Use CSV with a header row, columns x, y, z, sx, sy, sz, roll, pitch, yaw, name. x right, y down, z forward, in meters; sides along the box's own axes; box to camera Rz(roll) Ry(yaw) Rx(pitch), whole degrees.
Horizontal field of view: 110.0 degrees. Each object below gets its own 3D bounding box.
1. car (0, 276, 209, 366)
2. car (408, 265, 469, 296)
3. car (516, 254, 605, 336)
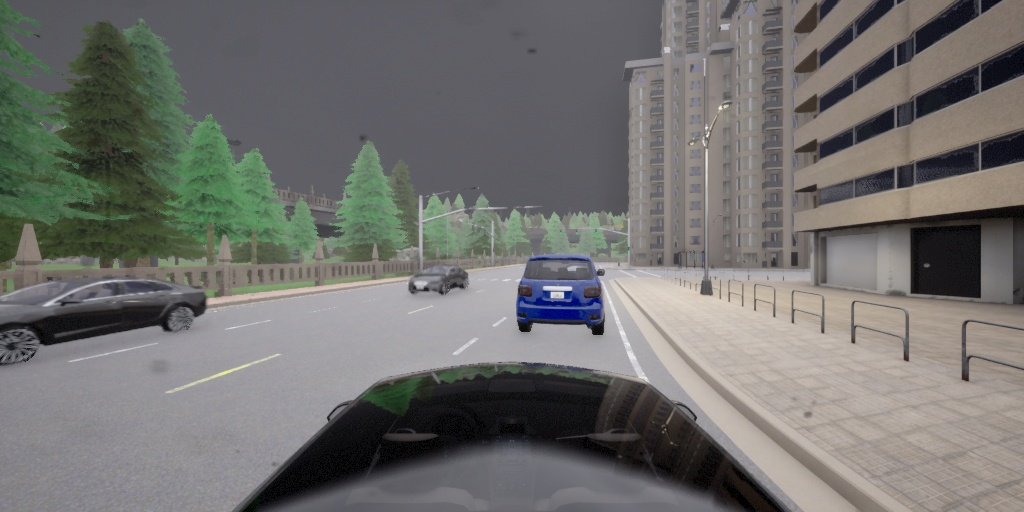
x,y,z,sx,sy,sz,roll,pitch,yaw,name
-9.743,1.239,8.115,2.128,1.511,4.902,0,0,8,car
-3.857,1.245,19.575,2.128,1.511,4.902,0,0,13,car
1.557,0.974,10.691,2.150,2.045,5.566,0,0,12,car
